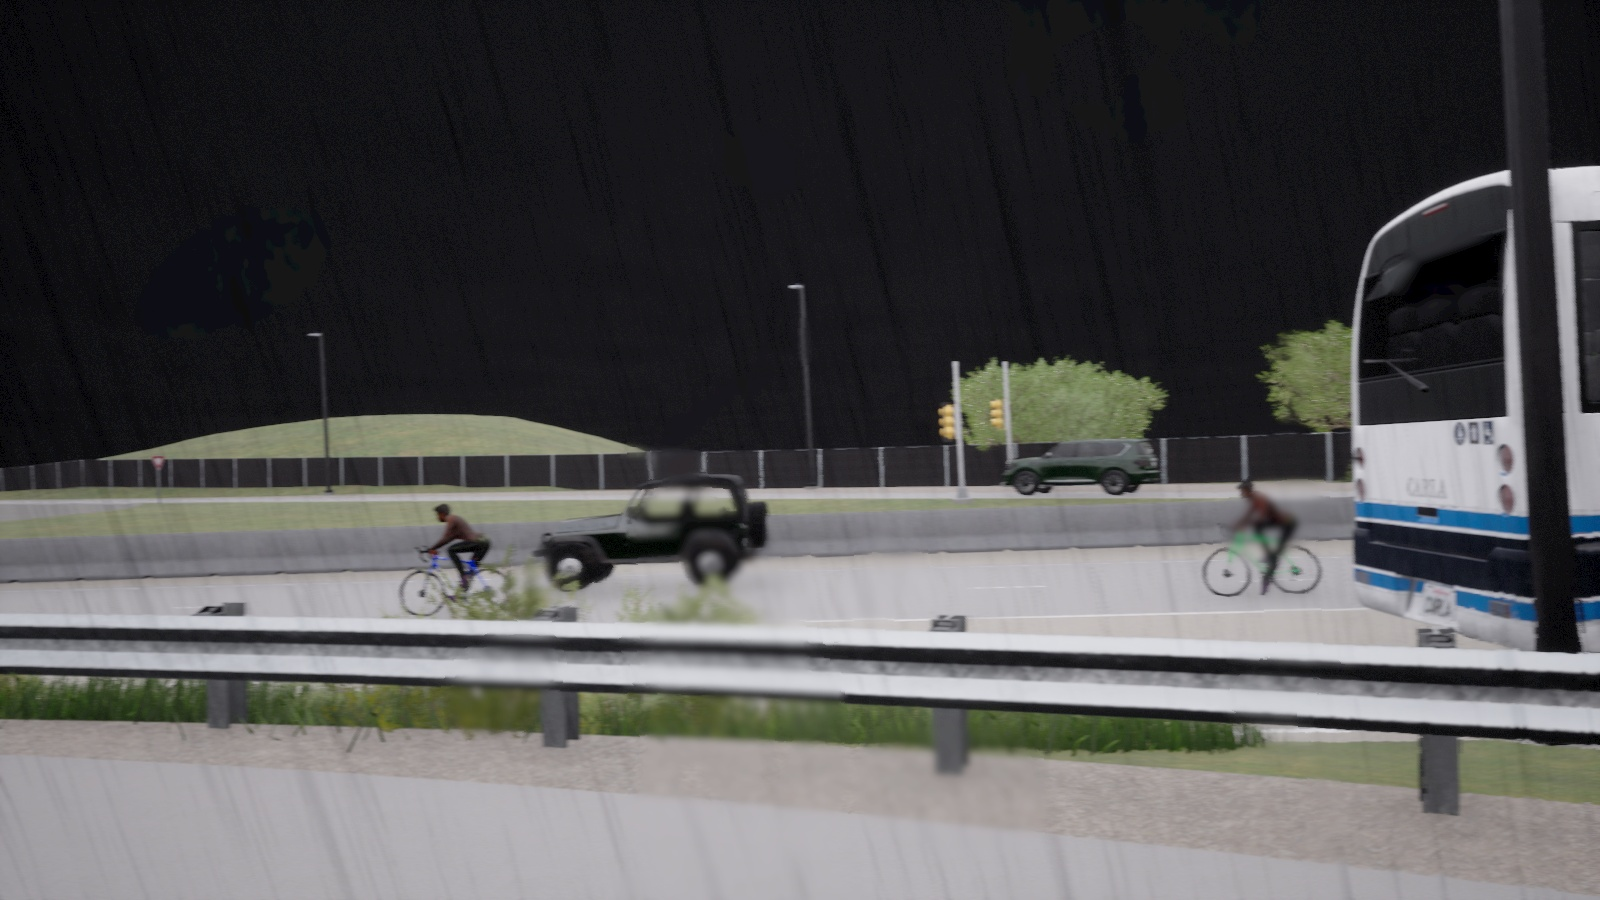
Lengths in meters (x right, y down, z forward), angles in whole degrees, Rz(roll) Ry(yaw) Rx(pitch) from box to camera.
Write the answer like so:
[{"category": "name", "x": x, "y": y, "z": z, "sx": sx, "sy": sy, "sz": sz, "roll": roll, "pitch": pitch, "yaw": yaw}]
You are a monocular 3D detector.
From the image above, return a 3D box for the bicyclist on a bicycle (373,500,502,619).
[{"category": "bicyclist on a bicycle", "x": -5.203, "y": 1.560, "z": 18.072, "sx": 1.656, "sy": 1.620, "sz": 0.582, "roll": -2, "pitch": 0, "yaw": 2}]

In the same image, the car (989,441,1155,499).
[{"category": "car", "x": 10.002, "y": 0.711, "z": 46.334, "sx": 5.566, "sy": 2.045, "sz": 2.150, "roll": 0, "pitch": 1, "yaw": 29}]

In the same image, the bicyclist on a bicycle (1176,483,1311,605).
[{"category": "bicyclist on a bicycle", "x": 6.217, "y": 1.309, "z": 17.655, "sx": 1.656, "sy": 1.620, "sz": 0.582, "roll": -2, "pitch": 0, "yaw": 2}]

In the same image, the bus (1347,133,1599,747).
[{"category": "bus", "x": 10.622, "y": -0.168, "z": 10.497, "sx": 10.273, "sy": 4.253, "sz": 3.944, "roll": -1, "pitch": 0, "yaw": 2}]

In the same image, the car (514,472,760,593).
[{"category": "car", "x": -2.700, "y": 1.371, "z": 21.484, "sx": 3.866, "sy": 1.878, "sz": 1.905, "roll": -1, "pitch": 0, "yaw": 2}]
